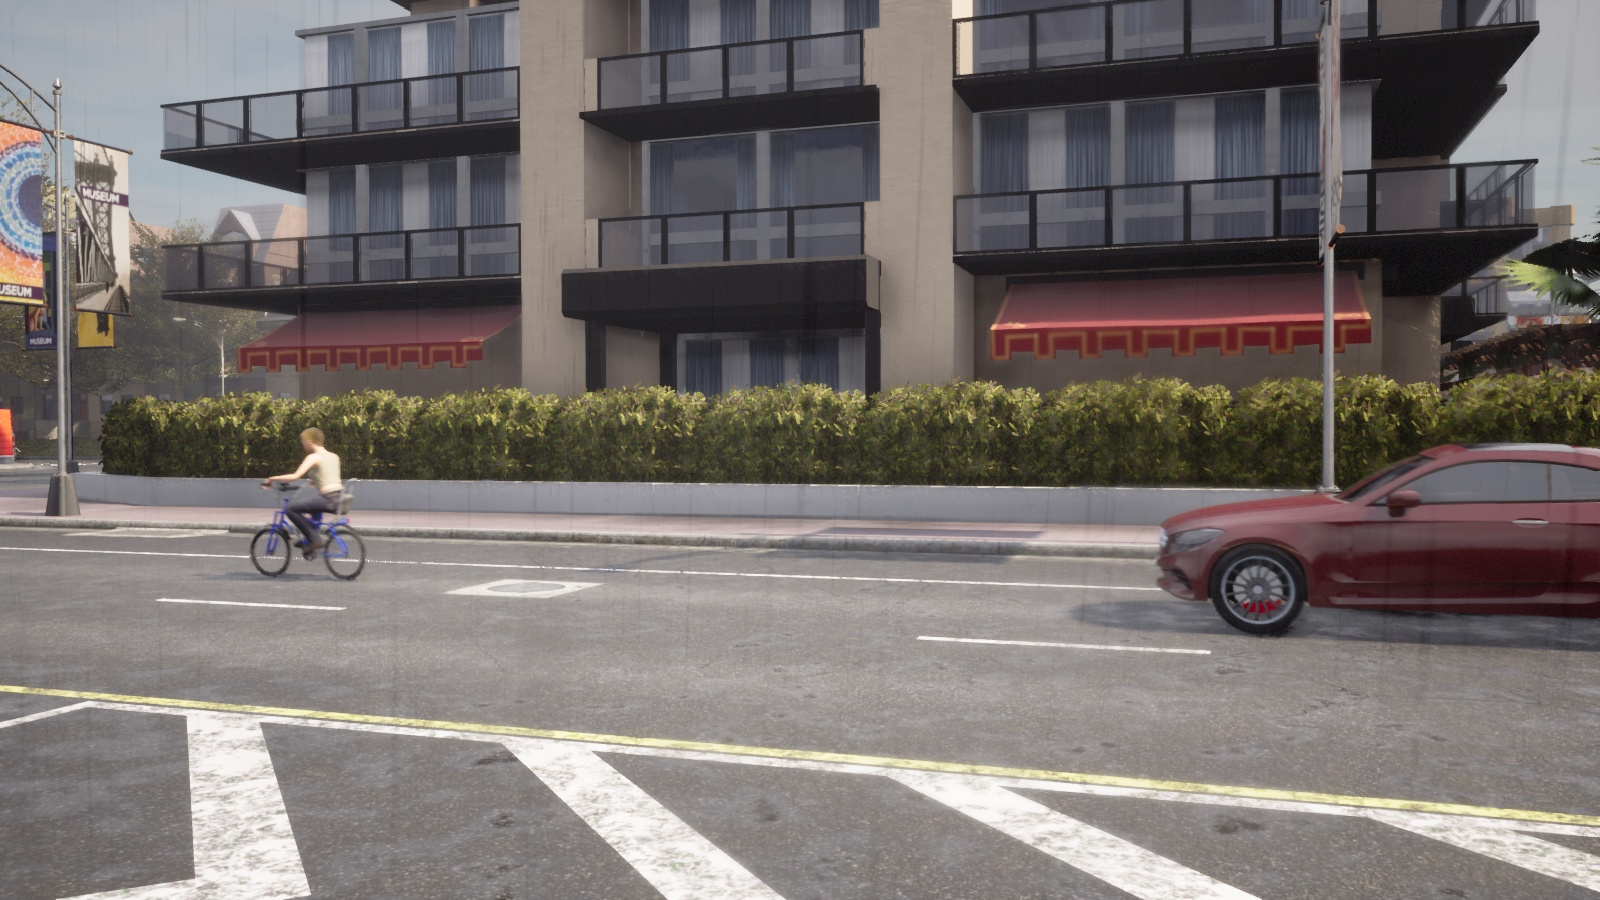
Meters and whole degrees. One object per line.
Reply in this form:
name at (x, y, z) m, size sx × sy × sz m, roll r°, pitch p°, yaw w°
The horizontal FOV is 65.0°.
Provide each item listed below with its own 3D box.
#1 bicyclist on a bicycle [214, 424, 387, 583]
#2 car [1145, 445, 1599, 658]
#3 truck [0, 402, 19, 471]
bicyclist on a bicycle at (-5.318, 0.529, 13.395) m, size 1.509 × 1.612 × 0.866 m, roll 0°, pitch 1°, yaw 18°
car at (5.189, 0.714, 9.859) m, size 4.674 × 1.442 × 1.812 m, roll 1°, pitch 1°, yaw 19°
truck at (-30.672, -0.478, 43.900) m, size 2.627 × 2.467 × 5.204 m, roll 1°, pitch 1°, yaw 18°
